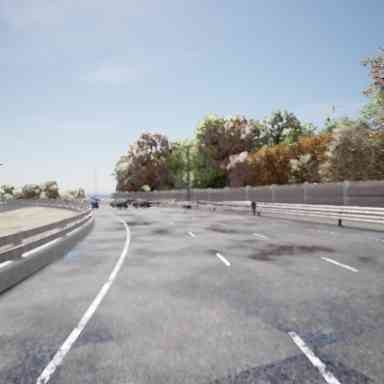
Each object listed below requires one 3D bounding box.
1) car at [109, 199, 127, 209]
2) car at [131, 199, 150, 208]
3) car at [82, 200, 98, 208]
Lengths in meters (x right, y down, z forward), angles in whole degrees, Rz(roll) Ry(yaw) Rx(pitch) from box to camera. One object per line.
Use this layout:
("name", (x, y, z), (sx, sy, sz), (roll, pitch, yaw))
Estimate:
("car", (-12.527, 2.029, 56.457), (1.837, 1.490, 4.892), (1, -1, -31))
("car", (-8.845, 2.010, 57.060), (1.837, 1.490, 4.892), (1, -1, -31))
("car", (-18.075, 2.055, 58.634), (1.882, 1.535, 5.008), (0, -1, -34))
